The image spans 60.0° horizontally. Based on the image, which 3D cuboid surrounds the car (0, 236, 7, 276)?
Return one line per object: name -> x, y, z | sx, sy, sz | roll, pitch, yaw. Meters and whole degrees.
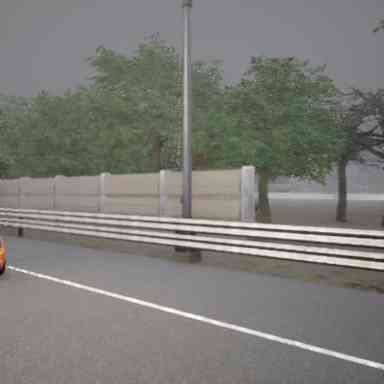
car -> -7.041, 1.348, 9.036 | 4.553, 1.767, 2.097 | 0, 0, 36
